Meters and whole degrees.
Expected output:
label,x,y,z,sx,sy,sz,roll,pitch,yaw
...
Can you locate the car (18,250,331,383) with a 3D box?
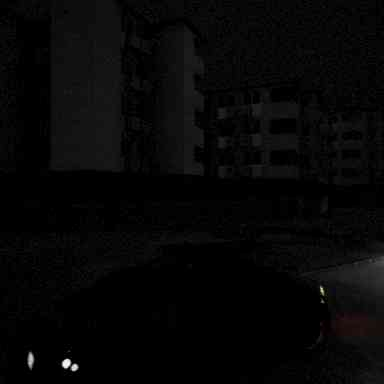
label,x,y,z,sx,sy,sz,roll,pitch,yaw
car,-0.018,1.564,4.565,4.181,1.385,1.994,0,0,-34
